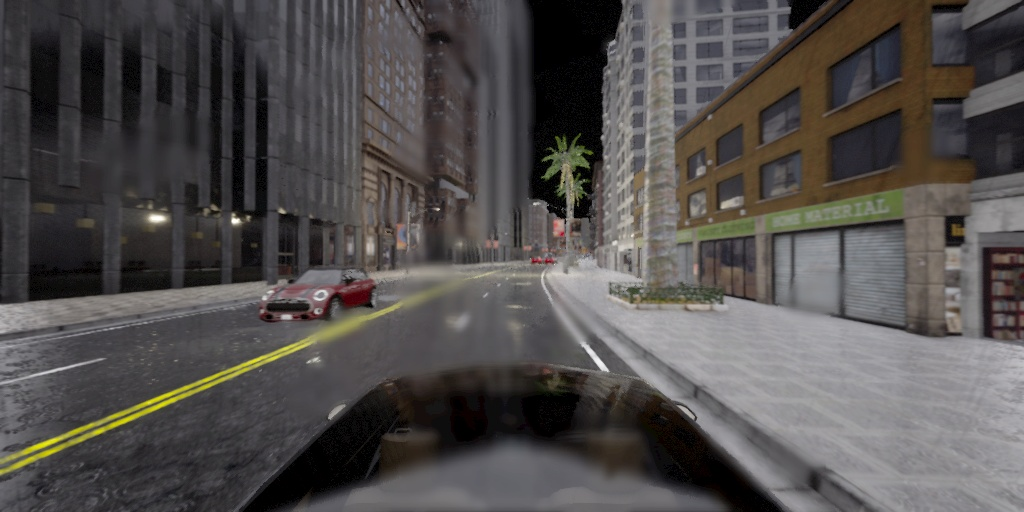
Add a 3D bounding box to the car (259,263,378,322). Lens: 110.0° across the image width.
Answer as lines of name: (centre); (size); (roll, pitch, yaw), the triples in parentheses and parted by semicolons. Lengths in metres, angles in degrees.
car: (-6.419, 1.161, 12.473); (2.097, 1.767, 4.553); (0, 0, 0)
